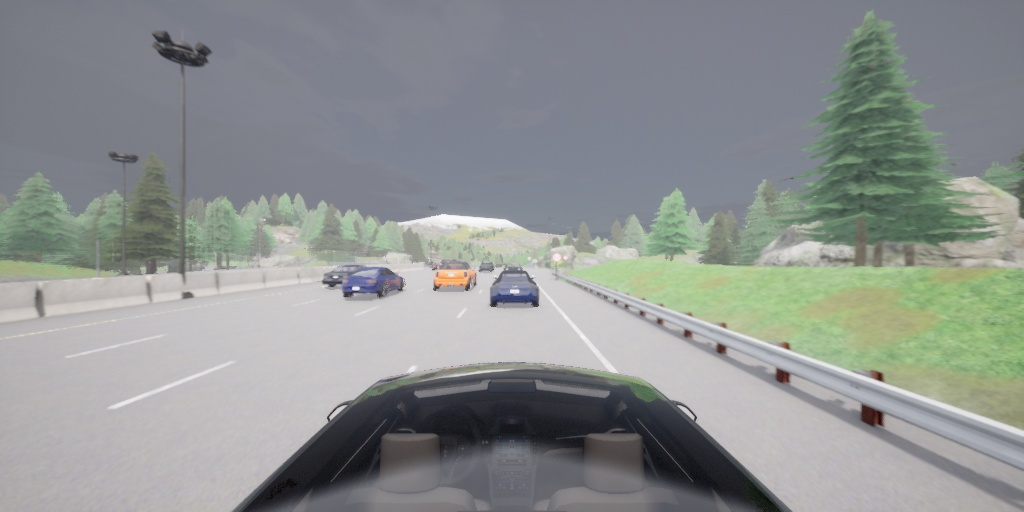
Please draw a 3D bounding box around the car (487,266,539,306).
[{"bbox_3d":[0.105,1.304,15.622,1.994,1.385,4.181,0,0,0],"label":"car"}]

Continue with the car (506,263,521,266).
[{"bbox_3d":[0.190,1.388,37.900,1.895,1.301,4.718,0,0,2],"label":"car"}]

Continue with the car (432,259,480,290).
[{"bbox_3d":[-3.393,1.088,22.221,2.097,1.767,4.553,0,0,0],"label":"car"}]

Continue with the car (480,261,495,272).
[{"bbox_3d":[-3.380,1.385,48.955,2.128,1.511,4.902,0,0,0],"label":"car"}]

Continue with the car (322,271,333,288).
[{"bbox_3d":[-10.394,1.282,23.654,2.033,1.411,5.357,0,0,0],"label":"car"}]

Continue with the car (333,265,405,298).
[{"bbox_3d":[-6.894,1.264,18.156,1.812,1.442,4.674,0,0,0],"label":"car"}]
